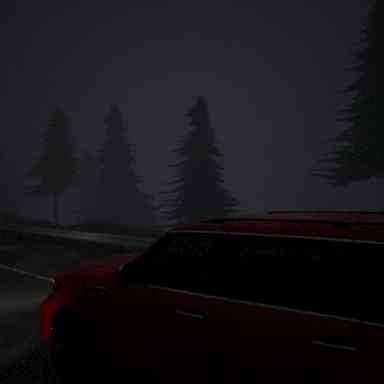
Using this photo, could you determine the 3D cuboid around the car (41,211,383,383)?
[{"bbox_3d":[0.679,1.238,3.568,5.566,2.045,2.150,-1,0,36],"label":"car"}]
